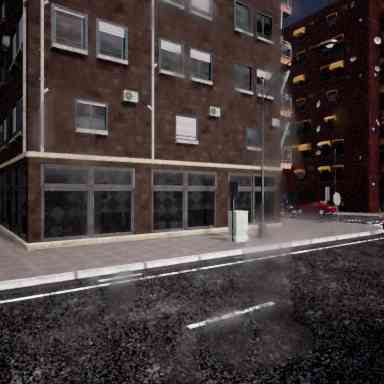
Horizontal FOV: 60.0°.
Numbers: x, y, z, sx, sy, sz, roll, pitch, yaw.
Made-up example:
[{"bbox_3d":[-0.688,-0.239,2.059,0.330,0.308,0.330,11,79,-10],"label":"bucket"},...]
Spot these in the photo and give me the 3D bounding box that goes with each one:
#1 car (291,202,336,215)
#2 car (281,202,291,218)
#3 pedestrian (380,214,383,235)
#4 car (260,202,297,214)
[{"bbox_3d":[13.955,1.828,37.604,1.887,1.381,4.507,-1,0,-36],"label":"car"},{"bbox_3d":[7.191,1.862,32.714,1.802,1.307,4.206,-1,0,-36],"label":"car"},{"bbox_3d":[10.025,1.295,17.019,0.375,1.860,0.375,0,0,-36],"label":"pedestrian"},{"bbox_3d":[10.837,1.920,41.916,1.947,1.339,4.313,-1,0,-36],"label":"car"}]
